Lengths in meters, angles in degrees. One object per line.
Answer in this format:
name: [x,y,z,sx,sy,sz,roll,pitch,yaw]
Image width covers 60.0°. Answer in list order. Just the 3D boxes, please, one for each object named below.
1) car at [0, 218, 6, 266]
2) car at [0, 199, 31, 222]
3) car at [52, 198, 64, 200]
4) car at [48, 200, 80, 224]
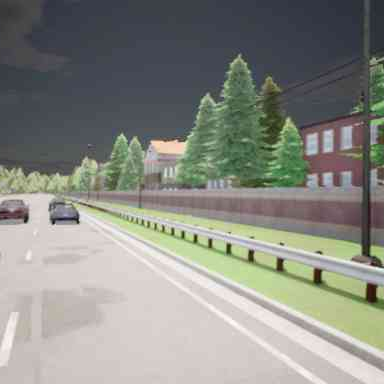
car: [-5.751,1.545,7.705,1.994,1.385,4.181,0,0,-24]
car: [-13.582,1.328,25.478,2.097,1.767,4.553,0,0,-24]
car: [-16.145,1.506,39.958,1.837,1.490,4.892,1,0,-24]
car: [-9.658,1.568,25.229,1.994,1.385,4.181,0,0,-24]
